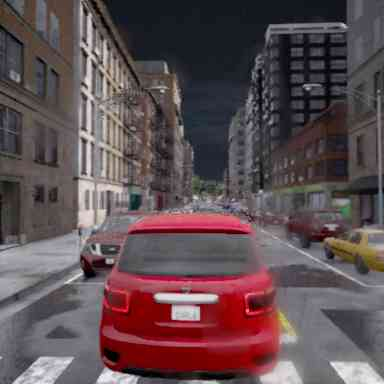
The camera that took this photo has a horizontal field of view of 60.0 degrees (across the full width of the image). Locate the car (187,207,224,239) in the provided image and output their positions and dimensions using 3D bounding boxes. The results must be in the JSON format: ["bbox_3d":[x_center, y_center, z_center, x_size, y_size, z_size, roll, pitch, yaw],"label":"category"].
[{"bbox_3d":[0.872,1.908,21.580,2.097,1.767,4.553,0,-1,2],"label":"car"}]

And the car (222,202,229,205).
[{"bbox_3d":[8.494,3.175,73.539,2.192,1.841,5.009,0,-1,2],"label":"car"}]

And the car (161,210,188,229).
[{"bbox_3d":[-1.389,2.282,28.490,1.887,1.381,4.507,0,-1,2],"label":"car"}]

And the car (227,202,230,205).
[{"bbox_3d":[8.029,3.125,62.189,2.008,1.369,4.403,0,-1,2],"label":"car"}]

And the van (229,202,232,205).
[{"bbox_3d":[7.796,2.772,56.522,1.690,1.788,3.998,0,-1,2],"label":"van"}]

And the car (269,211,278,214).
[{"bbox_3d":[6.632,2.258,28.155,1.887,1.381,4.507,0,-1,2],"label":"car"}]

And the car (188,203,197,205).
[{"bbox_3d":[-0.694,2.609,45.509,1.967,1.590,4.097,0,-1,2],"label":"car"}]

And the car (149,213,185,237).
[{"bbox_3d":[-1.621,2.159,22.818,1.947,1.339,4.313,0,-1,2],"label":"car"}]

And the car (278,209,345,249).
[{"bbox_3d":[6.166,1.739,16.816,2.192,1.841,5.009,0,-1,2],"label":"car"}]

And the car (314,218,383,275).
[{"bbox_3d":[5.941,1.809,11.308,1.752,1.417,4.829,0,-1,2],"label":"car"}]

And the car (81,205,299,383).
[{"bbox_3d":[0.116,1.376,6.069,2.150,2.045,5.566,0,-1,4],"label":"car"}]

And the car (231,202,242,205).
[{"bbox_3d":[7.563,2.728,50.847,1.967,1.590,4.097,0,-1,2],"label":"car"}]

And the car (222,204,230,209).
[{"bbox_3d":[9.193,3.868,90.550,1.802,1.307,4.206,0,-1,2],"label":"car"}]

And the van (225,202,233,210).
[{"bbox_3d":[8.727,3.343,79.211,1.690,1.788,3.998,0,-1,2],"label":"van"}]

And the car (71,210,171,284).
[{"bbox_3d":[-2.085,1.619,11.481,2.192,1.841,5.009,0,-1,2],"label":"car"}]

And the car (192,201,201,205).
[{"bbox_3d":[0.002,2.913,62.527,2.192,1.841,5.009,0,-1,2],"label":"car"}]

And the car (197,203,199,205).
[{"bbox_3d":[-0.230,3.021,56.849,1.947,1.339,4.313,0,-1,2],"label":"car"}]

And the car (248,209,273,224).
[{"bbox_3d":[6.865,2.439,33.826,1.802,1.307,4.206,0,-1,2],"label":"car"}]

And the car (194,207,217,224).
[{"bbox_3d":[1.397,2.365,34.060,2.128,1.511,4.902,0,-1,3],"label":"car"}]

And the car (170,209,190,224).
[{"bbox_3d":[-1.157,2.463,34.162,1.802,1.307,4.206,0,-1,2],"label":"car"}]

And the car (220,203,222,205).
[{"bbox_3d":[8.960,3.459,84.884,2.192,1.841,5.009,0,-1,2],"label":"car"}]
